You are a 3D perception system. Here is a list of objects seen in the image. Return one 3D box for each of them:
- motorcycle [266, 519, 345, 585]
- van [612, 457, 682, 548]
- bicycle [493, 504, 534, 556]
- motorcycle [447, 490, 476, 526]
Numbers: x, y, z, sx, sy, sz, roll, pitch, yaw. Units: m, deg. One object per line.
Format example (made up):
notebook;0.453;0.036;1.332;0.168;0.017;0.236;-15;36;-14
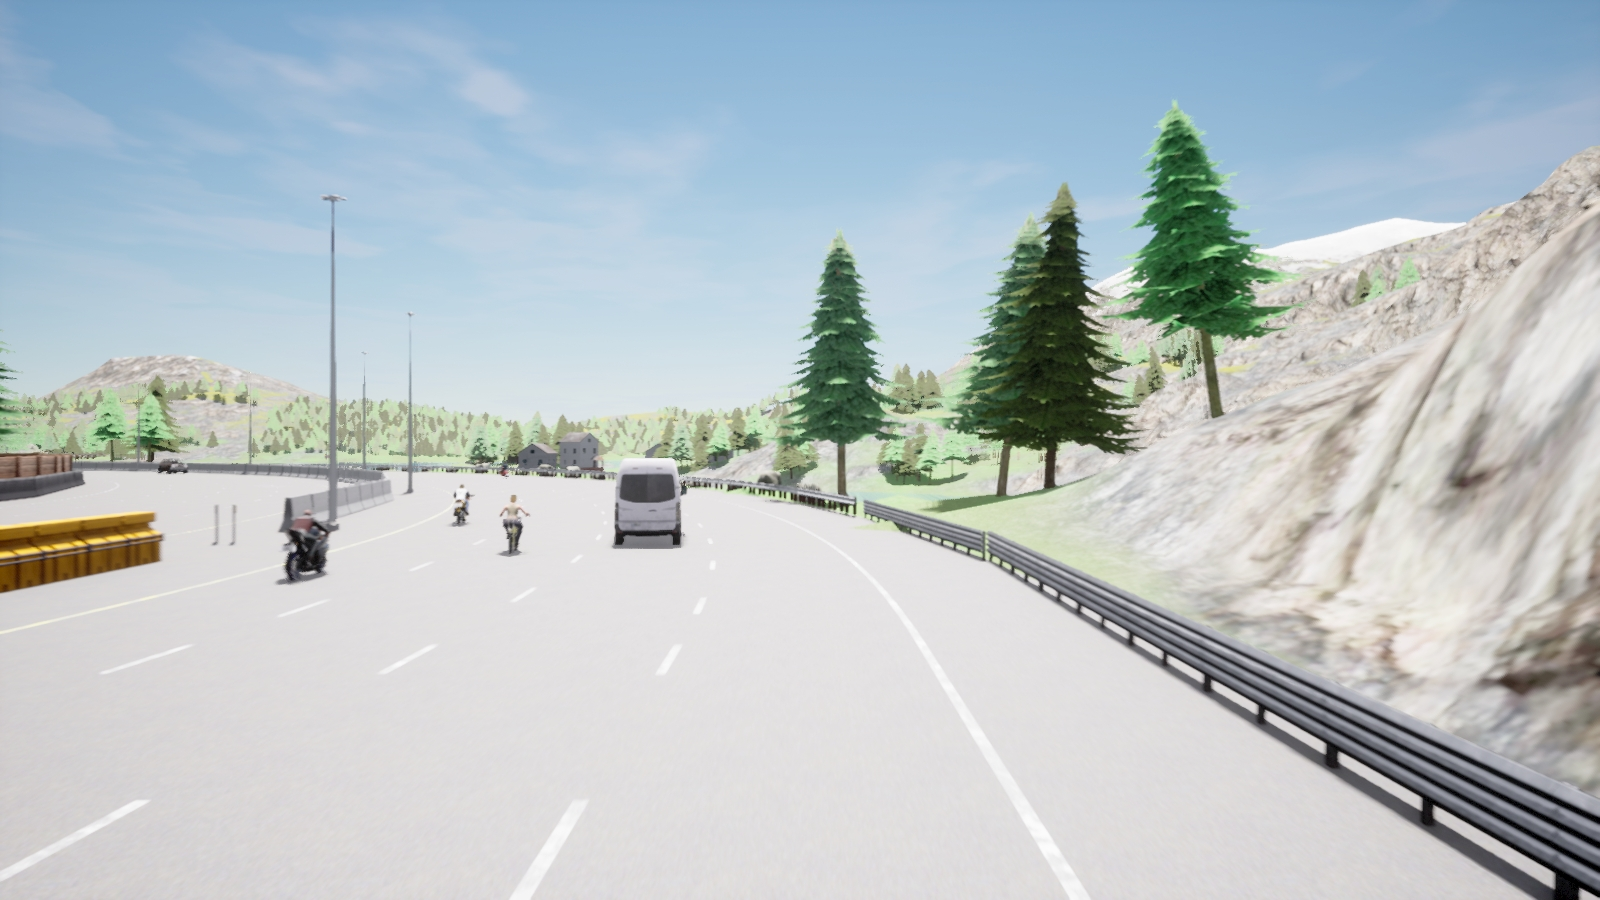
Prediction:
motorcycle;-10.823;2.205;25.100;0.867;1.251;2.209;0;0;-3
van;-4.703;1.535;35.802;1.988;2.561;5.915;0;0;-6
bicycle;-7.755;2.149;30.983;0.859;1.295;1.487;0;0;-6
motorcycle;-12.779;2.177;43.200;0.803;1.217;2.033;0;0;-9
